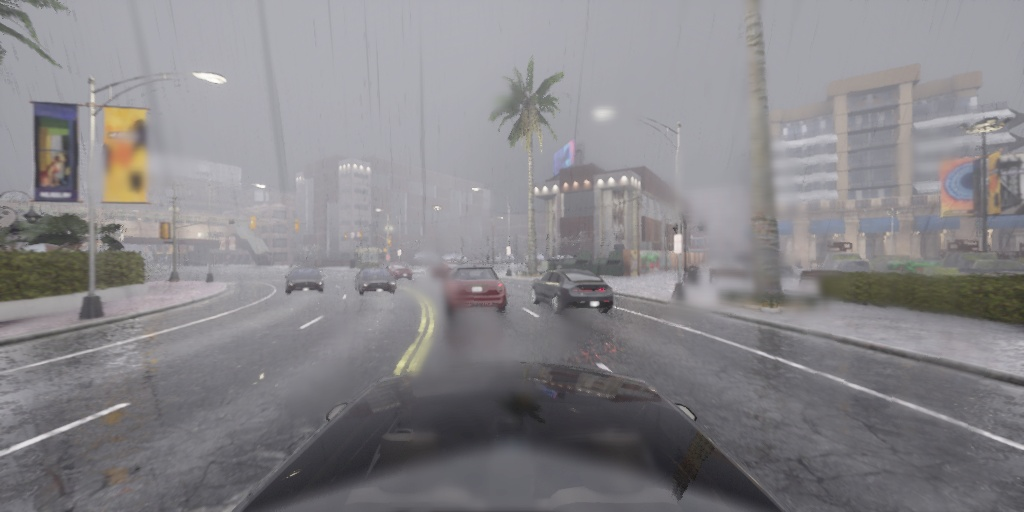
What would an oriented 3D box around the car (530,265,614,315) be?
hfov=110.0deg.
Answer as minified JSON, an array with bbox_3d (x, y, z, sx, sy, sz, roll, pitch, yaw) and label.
[{"bbox_3d":[2.067,1.256,13.601,1.837,1.490,4.892,0,0,-13],"label":"car"}]

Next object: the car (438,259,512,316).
[{"bbox_3d":[-1.622,1.120,13.872,2.097,1.767,4.553,0,0,-13],"label":"car"}]

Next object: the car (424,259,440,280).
[{"bbox_3d":[-5.296,1.277,29.907,1.882,1.535,5.008,0,0,-34],"label":"car"}]

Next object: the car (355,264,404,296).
[{"bbox_3d":[-7.853,1.350,20.447,2.033,1.411,5.357,0,0,-27],"label":"car"}]

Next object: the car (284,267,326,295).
[{"bbox_3d":[-12.145,1.371,21.075,2.033,1.411,5.357,0,0,-31],"label":"car"}]

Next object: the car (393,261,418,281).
[{"bbox_3d":[-9.947,1.347,30.312,1.812,1.442,4.674,0,0,-38],"label":"car"}]
